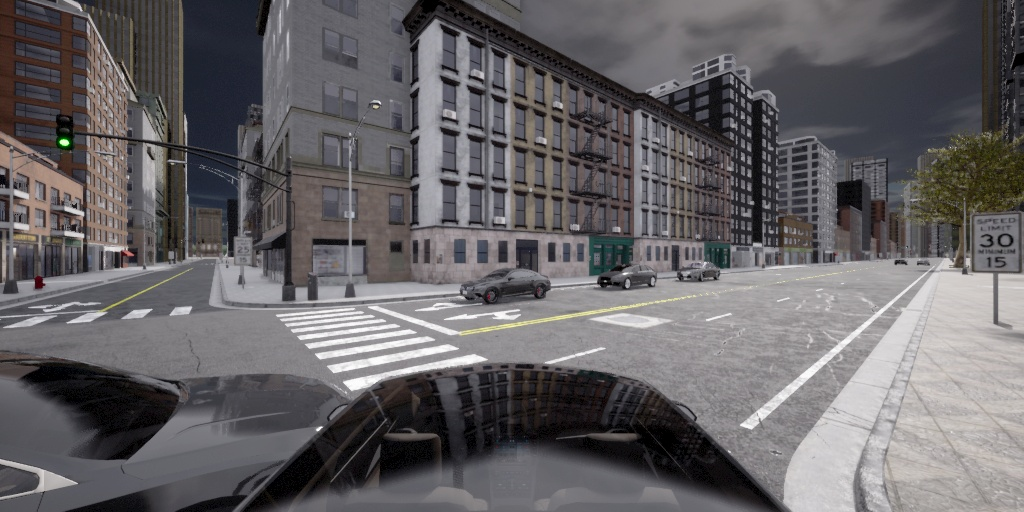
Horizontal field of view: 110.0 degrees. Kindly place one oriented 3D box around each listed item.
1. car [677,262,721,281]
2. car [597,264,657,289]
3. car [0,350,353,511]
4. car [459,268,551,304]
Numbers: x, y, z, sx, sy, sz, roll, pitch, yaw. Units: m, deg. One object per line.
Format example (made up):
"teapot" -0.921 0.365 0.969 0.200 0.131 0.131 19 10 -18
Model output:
"car" 15.389 1.233 29.486 4.902 1.511 2.128 0 0 -39
"car" 7.440 1.256 22.942 4.892 1.490 1.837 0 0 -39
"car" -3.239 1.257 1.646 4.892 1.490 1.837 0 0 -35
"car" -0.194 1.285 16.647 4.674 1.442 1.812 0 0 -40
